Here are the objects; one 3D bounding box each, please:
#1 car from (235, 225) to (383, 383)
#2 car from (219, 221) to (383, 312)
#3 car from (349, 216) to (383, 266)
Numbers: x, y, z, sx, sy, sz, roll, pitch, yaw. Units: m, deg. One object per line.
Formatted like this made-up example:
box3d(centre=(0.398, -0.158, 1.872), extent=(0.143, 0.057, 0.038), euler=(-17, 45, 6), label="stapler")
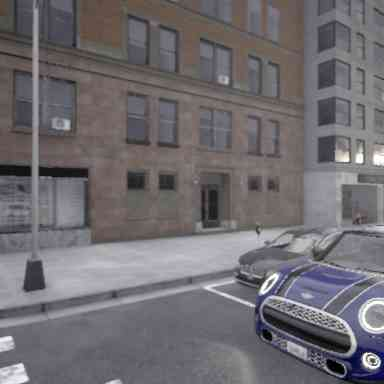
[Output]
box3d(centre=(3.160, 1.378, 5.393), extent=(4.553, 1.767, 2.097), euler=(0, 0, -34), label="car")
box3d(centre=(3.023, 1.589, 8.358), extent=(4.403, 1.369, 2.008), euler=(0, 0, -36), label="car")
box3d(centre=(7.645, 1.608, 11.662), extent=(4.507, 1.381, 1.887), euler=(0, 0, -36), label="car")
